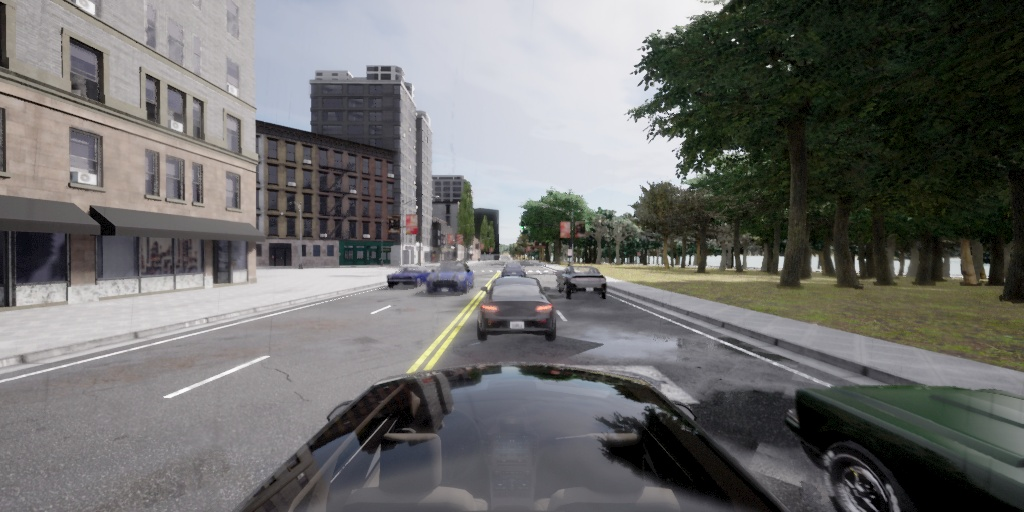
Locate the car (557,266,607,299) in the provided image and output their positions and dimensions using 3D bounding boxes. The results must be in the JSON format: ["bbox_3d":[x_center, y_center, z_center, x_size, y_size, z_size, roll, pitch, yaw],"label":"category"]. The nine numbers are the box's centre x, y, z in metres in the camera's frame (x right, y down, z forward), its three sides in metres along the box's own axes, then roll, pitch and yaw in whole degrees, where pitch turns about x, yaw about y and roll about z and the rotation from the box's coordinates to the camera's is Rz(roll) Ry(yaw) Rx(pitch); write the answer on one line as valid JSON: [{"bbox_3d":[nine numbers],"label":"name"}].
[{"bbox_3d":[3.373,1.233,17.892,2.128,1.511,4.902,0,0,1],"label":"car"}]

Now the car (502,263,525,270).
[{"bbox_3d":[0.147,1.301,29.692,1.994,1.385,4.181,0,0,0],"label":"car"}]

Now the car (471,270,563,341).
[{"bbox_3d":[0.105,1.274,9.778,1.812,1.442,4.674,0,0,0],"label":"car"}]

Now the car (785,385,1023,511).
[{"bbox_3d":[3.348,1.351,1.009,1.895,1.301,4.718,0,0,0],"label":"car"}]

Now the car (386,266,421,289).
[{"bbox_3d":[-6.561,1.342,23.389,1.895,1.301,4.718,0,0,0],"label":"car"}]

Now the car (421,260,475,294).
[{"bbox_3d":[-3.318,1.095,19.972,2.097,1.767,4.553,0,0,0],"label":"car"}]
